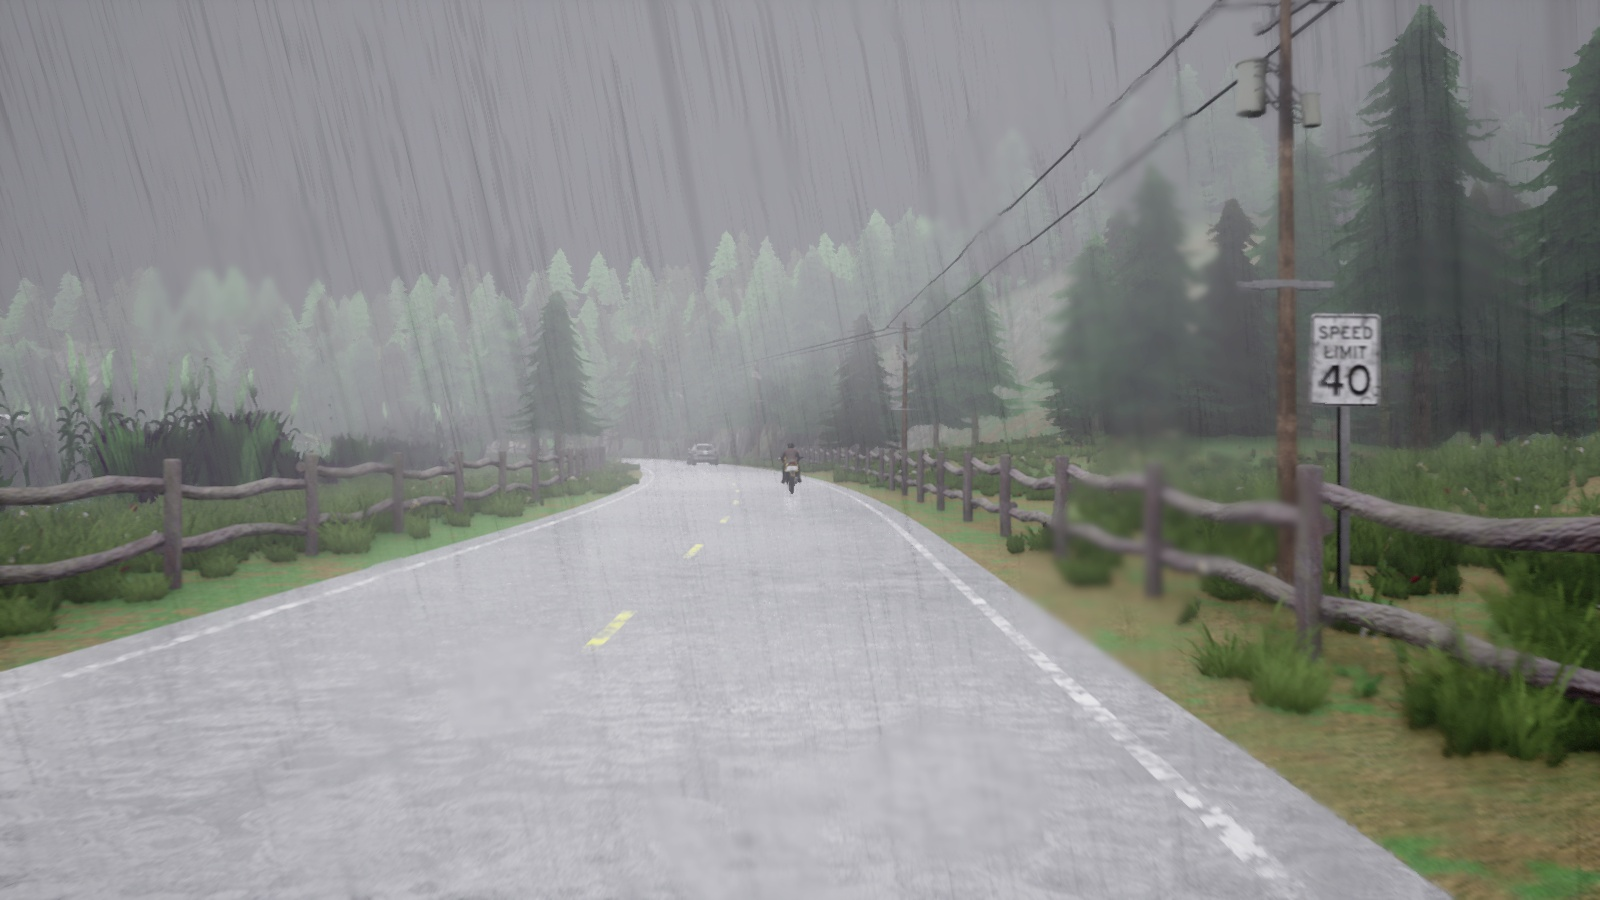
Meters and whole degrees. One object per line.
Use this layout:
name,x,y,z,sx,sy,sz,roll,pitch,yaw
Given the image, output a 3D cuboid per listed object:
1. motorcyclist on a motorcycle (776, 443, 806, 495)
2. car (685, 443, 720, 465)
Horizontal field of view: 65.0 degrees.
motorcyclist on a motorcycle,-0.279,0.546,37.639,0.797,1.523,2.044,0,0,-3
car,-6.879,0.281,87.904,1.970,1.475,3.806,0,0,-12
